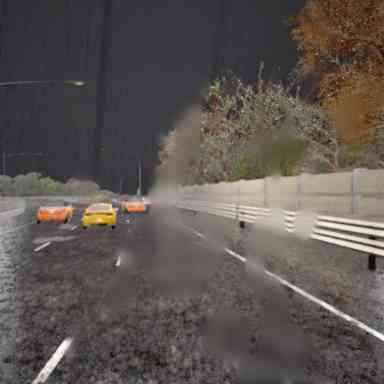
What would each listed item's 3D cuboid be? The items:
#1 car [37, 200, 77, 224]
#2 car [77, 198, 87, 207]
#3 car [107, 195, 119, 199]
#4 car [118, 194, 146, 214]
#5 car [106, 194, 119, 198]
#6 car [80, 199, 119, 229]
[{"bbox_3d":[-10.437,1.410,25.650,2.097,1.767,4.553,0,0,-14],"label":"car"},{"bbox_3d":[-17.591,1.662,53.116,1.994,1.385,4.181,0,0,-32],"label":"car"},{"bbox_3d":[-10.323,1.548,47.117,2.128,1.511,4.902,0,0,-20],"label":"car"},{"bbox_3d":[-6.377,1.386,36.147,2.097,1.767,4.553,0,0,-19],"label":"car"},{"bbox_3d":[-12.758,1.291,54.150,2.150,2.045,5.566,0,0,-16],"label":"car"},{"bbox_3d":[-6.019,1.511,22.092,1.882,1.535,5.008,0,0,-12],"label":"car"}]
